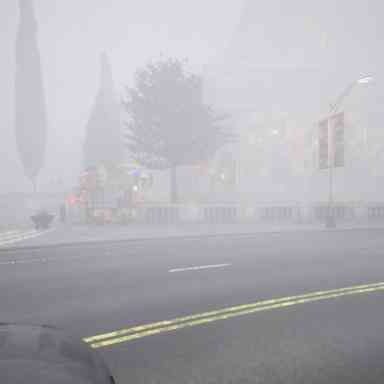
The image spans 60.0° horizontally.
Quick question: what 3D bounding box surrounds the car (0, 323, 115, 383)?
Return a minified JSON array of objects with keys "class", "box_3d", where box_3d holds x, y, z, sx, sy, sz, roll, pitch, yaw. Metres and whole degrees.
[{"class":"car","box_3d":[-2.767,1.493,1.588,4.902,1.511,2.128,0,0,-37]}]
